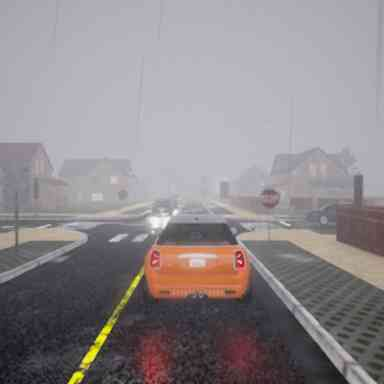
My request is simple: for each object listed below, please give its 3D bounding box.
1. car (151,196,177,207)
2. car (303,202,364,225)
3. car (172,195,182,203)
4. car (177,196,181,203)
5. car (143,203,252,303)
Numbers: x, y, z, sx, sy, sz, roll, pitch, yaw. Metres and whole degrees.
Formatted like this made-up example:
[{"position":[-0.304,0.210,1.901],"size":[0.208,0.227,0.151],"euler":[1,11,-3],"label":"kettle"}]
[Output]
[{"position":[-2.753,1.388,31.371],"size":[2.128,1.511,4.902],"euler":[0,0,-3],"label":"car"},{"position":[10.248,1.474,23.190],"size":[4.892,1.490,1.837],"euler":[0,0,-2],"label":"car"},{"position":[-2.814,1.246,56.409],"size":[2.097,1.767,4.553],"euler":[0,0,0],"label":"car"},{"position":[-2.852,1.488,43.850],"size":[1.895,1.301,4.718],"euler":[0,0,0],"label":"car"},{"position":[0.099,1.315,8.243],"size":[2.097,1.767,4.553],"euler":[0,0,0],"label":"car"}]
